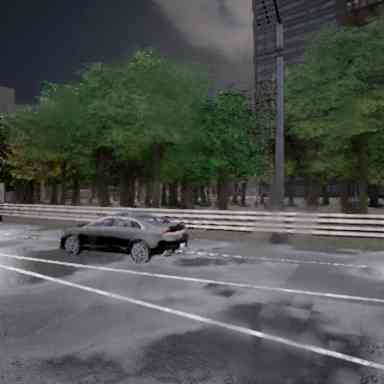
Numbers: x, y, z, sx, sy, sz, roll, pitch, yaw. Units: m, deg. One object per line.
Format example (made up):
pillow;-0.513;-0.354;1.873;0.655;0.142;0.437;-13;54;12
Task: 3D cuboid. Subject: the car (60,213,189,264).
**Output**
car;-2.474;1.507;11.771;4.902;1.511;2.128;0;0;26
